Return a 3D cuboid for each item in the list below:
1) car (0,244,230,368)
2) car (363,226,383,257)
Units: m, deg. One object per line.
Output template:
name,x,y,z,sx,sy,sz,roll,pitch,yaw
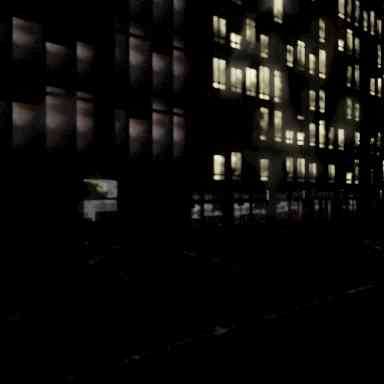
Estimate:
car,-1.217,1.603,5.698,4.206,1.307,1.802,1,-1,-35
car,8.045,1.683,12.288,4.403,1.369,2.008,1,-1,-35
